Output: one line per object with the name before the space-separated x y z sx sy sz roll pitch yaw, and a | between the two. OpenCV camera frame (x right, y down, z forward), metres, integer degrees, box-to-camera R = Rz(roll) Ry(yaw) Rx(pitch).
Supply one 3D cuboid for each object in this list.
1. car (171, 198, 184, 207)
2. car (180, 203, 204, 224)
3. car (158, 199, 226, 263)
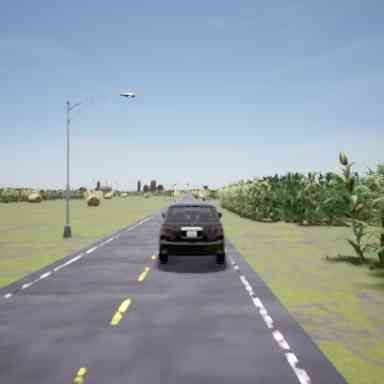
car | -2.789 2.051 65.019 2.128 1.511 4.902 0 0 1
car | 0.012 1.781 28.505 1.837 1.490 4.892 0 0 0
car | 0.006 1.353 12.581 2.150 2.045 5.566 0 0 0
